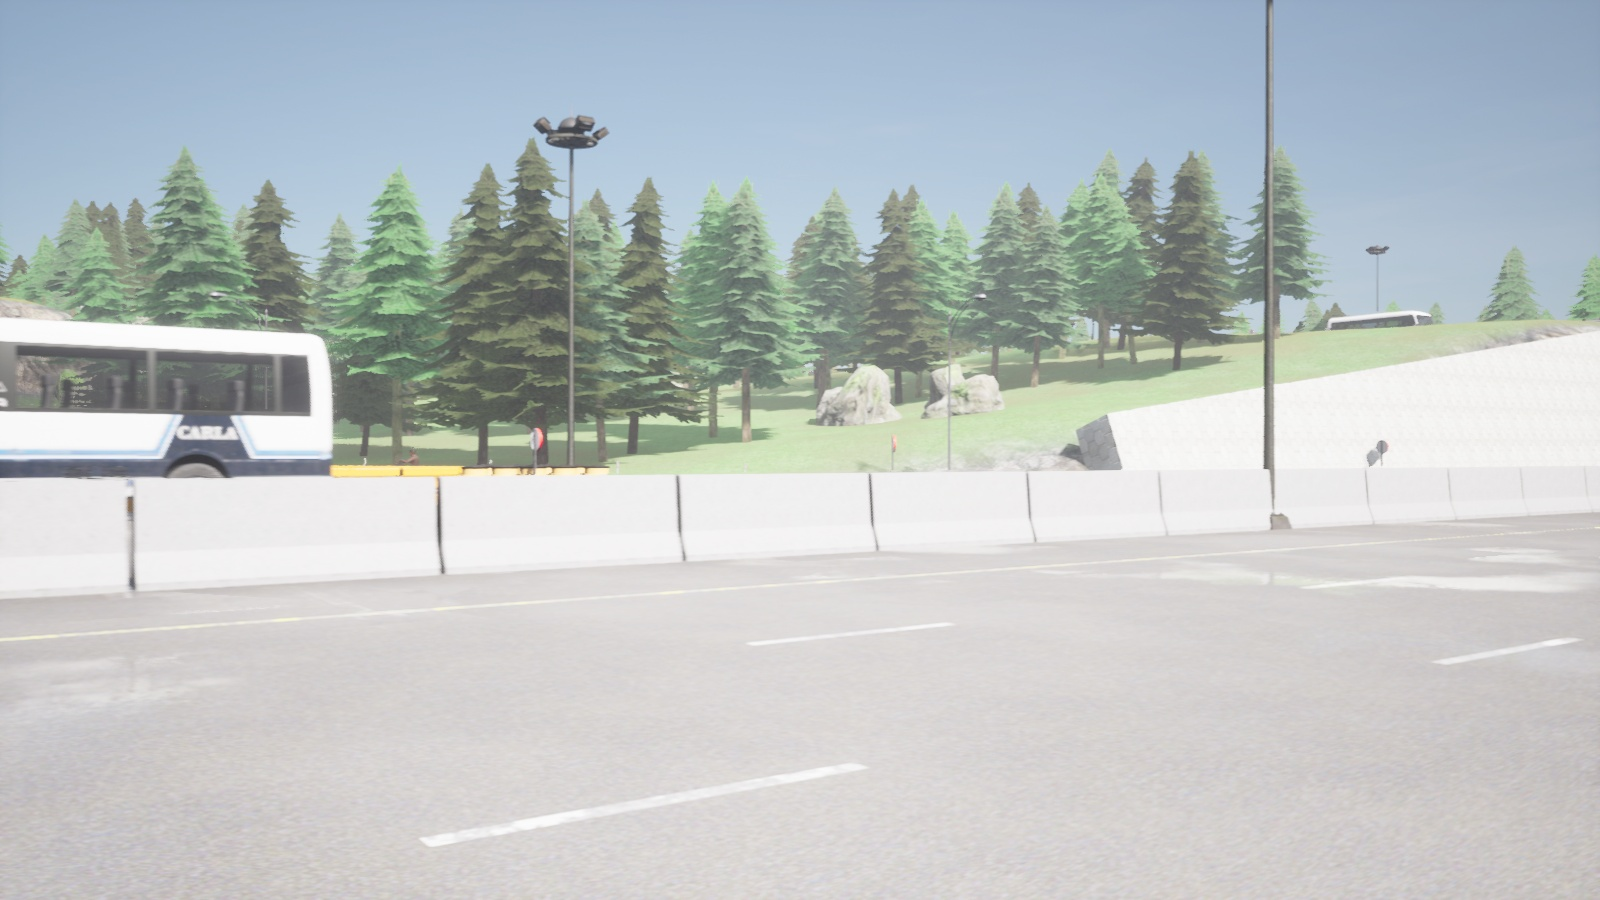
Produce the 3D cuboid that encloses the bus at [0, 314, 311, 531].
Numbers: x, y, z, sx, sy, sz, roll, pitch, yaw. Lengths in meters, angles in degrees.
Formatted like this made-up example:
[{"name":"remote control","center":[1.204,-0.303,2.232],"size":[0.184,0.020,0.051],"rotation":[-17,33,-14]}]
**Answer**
[{"name":"bus","center":[-16.188,-0.533,26.511],"size":[10.273,4.253,3.944],"rotation":[0,0,-35]}]
